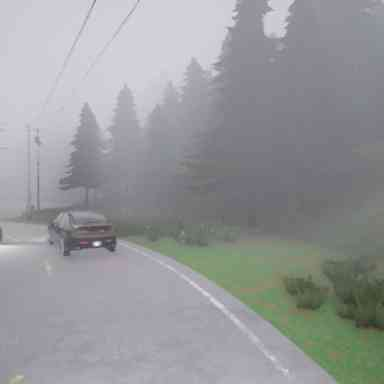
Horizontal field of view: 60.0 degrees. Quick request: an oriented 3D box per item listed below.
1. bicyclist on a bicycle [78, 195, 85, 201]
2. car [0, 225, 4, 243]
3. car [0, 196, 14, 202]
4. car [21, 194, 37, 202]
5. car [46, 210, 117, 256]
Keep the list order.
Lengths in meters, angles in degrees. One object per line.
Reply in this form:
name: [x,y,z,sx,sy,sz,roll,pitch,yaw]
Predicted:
bicyclist on a bicycle: [-13.964,1.223,41.817,1.656,1.620,0.582,-4,1,-9]
car: [-9.864,1.543,14.610,4.181,1.385,1.994,0,0,45]
car: [-39.700,1.429,69.781,4.718,1.301,1.895,0,0,24]
car: [-30.716,1.170,63.259,4.553,1.767,2.097,0,0,45]
car: [-4.463,1.465,13.185,1.837,1.490,4.892,0,0,-32]
